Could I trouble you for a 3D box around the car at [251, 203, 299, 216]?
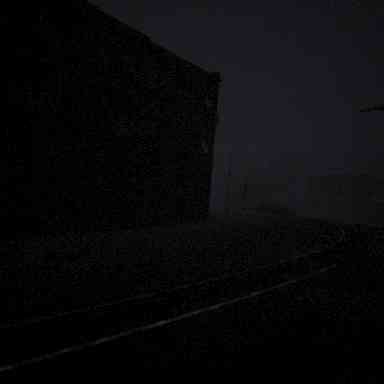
[{"bbox_3d":[9.959,2.093,38.810,4.902,1.511,2.128,0,-6,40],"label":"car"}]
